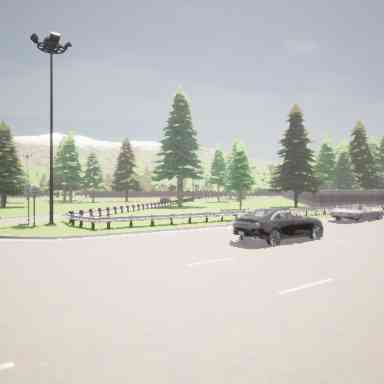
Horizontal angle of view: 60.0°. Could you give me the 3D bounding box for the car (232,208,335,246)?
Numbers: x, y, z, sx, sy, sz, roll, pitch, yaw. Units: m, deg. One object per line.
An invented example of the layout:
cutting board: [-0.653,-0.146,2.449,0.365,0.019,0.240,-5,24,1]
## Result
car: [4.012,1.491,15.181,4.902,1.511,2.128,0,0,-35]

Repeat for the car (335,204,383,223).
car: [12.851,1.601,25.757,4.718,1.301,1.895,0,0,-35]

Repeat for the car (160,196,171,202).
car: [-5.545,1.525,69.793,1.812,1.442,4.674,0,0,5]
